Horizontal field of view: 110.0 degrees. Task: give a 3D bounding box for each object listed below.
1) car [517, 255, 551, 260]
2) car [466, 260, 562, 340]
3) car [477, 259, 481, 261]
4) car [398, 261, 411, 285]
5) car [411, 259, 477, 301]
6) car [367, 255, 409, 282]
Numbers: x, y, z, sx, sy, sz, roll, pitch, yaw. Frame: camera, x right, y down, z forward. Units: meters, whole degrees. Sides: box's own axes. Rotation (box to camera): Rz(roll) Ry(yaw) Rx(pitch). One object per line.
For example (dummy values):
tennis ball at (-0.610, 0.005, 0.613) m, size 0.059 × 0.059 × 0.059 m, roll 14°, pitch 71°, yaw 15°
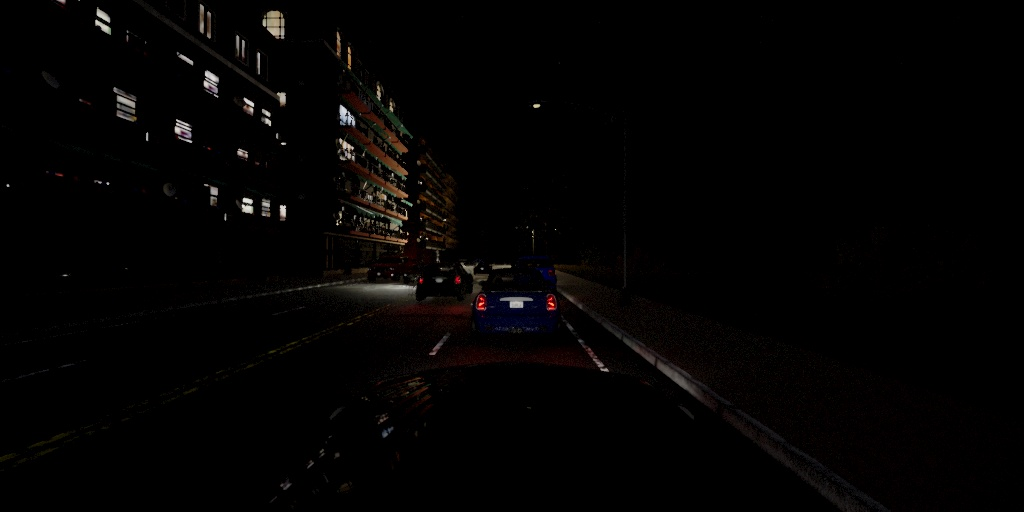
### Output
car at (1.139, 0.977, 19.683) m, size 2.150 × 2.045 × 5.566 m, roll 0°, pitch 0°, yaw 0°
car at (0.098, 1.103, 10.109) m, size 2.097 × 1.767 × 4.553 m, roll 0°, pitch 0°, yaw 0°
car at (-3.143, 1.316, 39.845) m, size 1.994 × 1.385 × 4.181 m, roll 0°, pitch 0°, yaw 0°
car at (-6.597, 1.278, 26.520) m, size 1.812 × 1.442 × 4.674 m, roll 0°, pitch 0°, yaw 0°
car at (-3.150, 1.104, 17.614) m, size 2.097 × 1.767 × 4.553 m, roll 0°, pitch 0°, yaw 0°
car at (-9.846, 0.974, 29.262) m, size 2.150 × 2.045 × 5.566 m, roll 0°, pitch 0°, yaw 0°
